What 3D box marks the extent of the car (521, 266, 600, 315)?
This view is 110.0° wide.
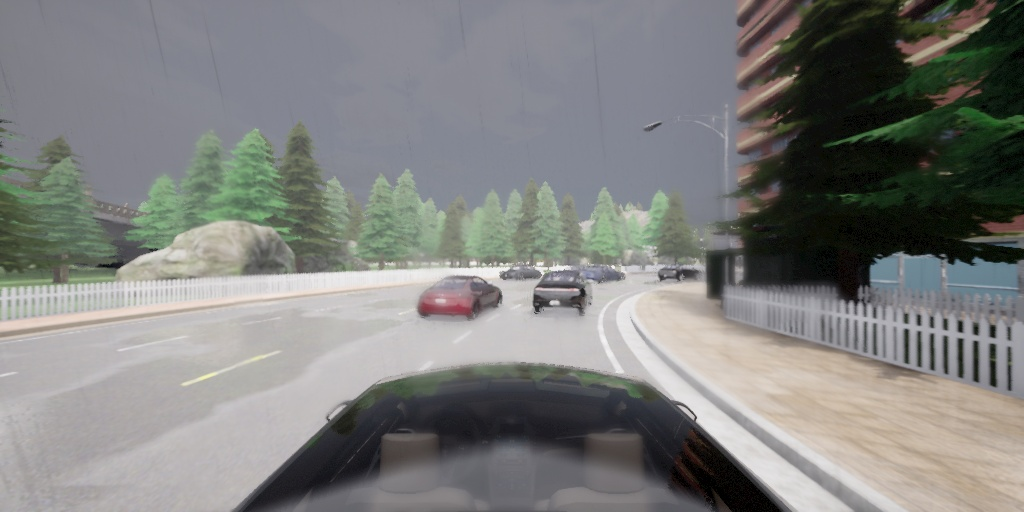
[{"bbox_3d":[2.130,1.341,14.132,2.128,1.511,4.902,0,0,17],"label":"car"}]

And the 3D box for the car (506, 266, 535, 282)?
[{"bbox_3d":[0.787,1.561,32.806,1.994,1.385,4.181,0,-1,42],"label":"car"}]

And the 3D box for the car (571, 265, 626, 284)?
[{"bbox_3d":[7.421,1.522,29.783,2.033,1.411,5.357,0,-1,44],"label":"car"}]

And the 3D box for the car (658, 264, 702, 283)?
[{"bbox_3d":[14.738,1.481,31.390,4.902,1.511,2.128,0,-1,-37],"label":"car"}]

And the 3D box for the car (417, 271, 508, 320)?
[{"bbox_3d":[-1.754,1.405,13.274,1.994,1.385,4.181,0,0,14],"label":"car"}]
